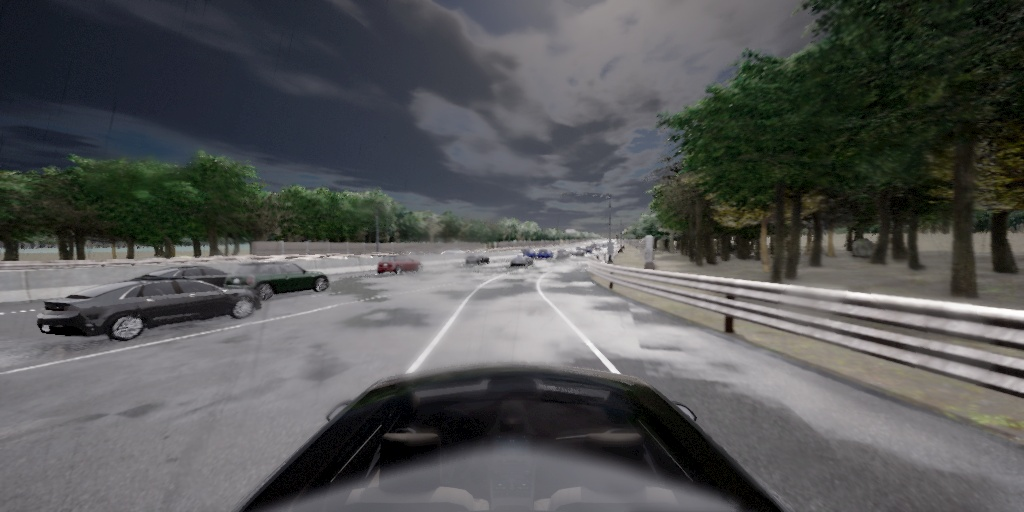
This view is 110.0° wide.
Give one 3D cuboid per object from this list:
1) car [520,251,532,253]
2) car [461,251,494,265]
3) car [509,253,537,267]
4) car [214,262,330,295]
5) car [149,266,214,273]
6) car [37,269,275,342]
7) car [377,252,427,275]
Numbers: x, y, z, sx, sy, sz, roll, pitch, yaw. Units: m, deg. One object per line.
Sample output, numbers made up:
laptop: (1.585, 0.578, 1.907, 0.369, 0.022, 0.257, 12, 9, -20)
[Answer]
car: (1.106, 0.343, 54.193, 1.812, 1.442, 4.674, 0, 1, 19)
car: (-4.565, 0.459, 48.497, 2.128, 1.511, 4.902, 0, 1, 19)
car: (1.284, 0.627, 44.002, 1.994, 1.385, 4.181, 0, 1, 19)
car: (-11.458, 1.070, 17.851, 2.097, 1.767, 4.553, 0, 1, 19)
car: (-15.280, 1.235, 17.499, 1.837, 1.490, 4.892, 0, 1, 19)
car: (-10.196, 1.383, 10.733, 1.837, 1.490, 4.892, 0, 1, 19)
car: (-10.087, 0.715, 32.574, 2.097, 1.767, 4.553, 0, 1, 19)
